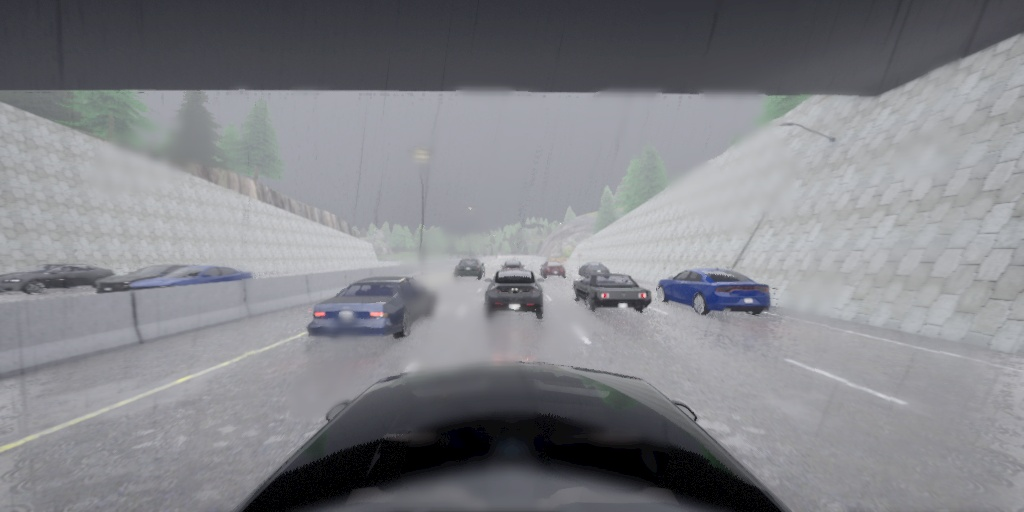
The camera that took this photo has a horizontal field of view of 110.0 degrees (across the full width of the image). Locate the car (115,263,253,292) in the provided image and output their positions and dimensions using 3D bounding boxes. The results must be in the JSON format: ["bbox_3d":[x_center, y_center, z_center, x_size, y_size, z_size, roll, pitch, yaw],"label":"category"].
[{"bbox_3d":[-14.094,1.171,16.162,1.882,1.535,5.008,0,0,0],"label":"car"}]

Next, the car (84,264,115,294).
[{"bbox_3d":[-17.587,1.164,18.122,1.882,1.535,5.008,0,0,0],"label":"car"}]

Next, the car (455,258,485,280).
[{"bbox_3d":[-3.428,0.988,30.090,2.097,1.767,4.553,0,0,0],"label":"car"}]

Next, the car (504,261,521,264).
[{"bbox_3d":[0.072,1.139,30.398,1.837,1.490,4.892,0,0,0],"label":"car"}]

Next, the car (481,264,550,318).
[{"bbox_3d":[0.090,1.210,12.754,1.837,1.490,4.892,0,0,0],"label":"car"}]

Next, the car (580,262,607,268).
[{"bbox_3d":[7.070,1.194,31.132,1.994,1.385,4.181,0,0,0],"label":"car"}]

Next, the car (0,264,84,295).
[{"bbox_3d":[-24.582,1.175,19.319,2.128,1.511,4.902,0,0,0],"label":"car"}]

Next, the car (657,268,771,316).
[{"bbox_3d":[7.090,1.180,13.217,1.882,1.535,5.008,0,0,0],"label":"car"}]

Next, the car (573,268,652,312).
[{"bbox_3d":[3.589,1.301,13.808,1.895,1.301,4.718,0,0,0],"label":"car"}]

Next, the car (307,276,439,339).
[{"bbox_3d":[-3.407,1.265,9.937,2.033,1.411,5.357,0,0,0],"label":"car"}]

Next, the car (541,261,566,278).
[{"bbox_3d":[3.557,1.155,31.489,1.812,1.442,4.674,0,0,0],"label":"car"}]
